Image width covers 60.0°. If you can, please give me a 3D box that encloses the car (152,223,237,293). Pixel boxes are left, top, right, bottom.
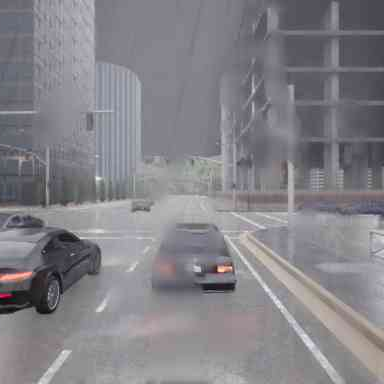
[{"bbox_3d":[0.054,1.547,8.976,2.033,1.411,5.357,0,0,0],"label":"car"}]

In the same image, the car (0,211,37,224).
[{"bbox_3d":[-7.122,1.492,12.219,2.128,1.511,4.902,0,0,0],"label":"car"}]

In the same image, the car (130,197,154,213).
[{"bbox_3d":[-5.677,1.486,36.190,1.837,1.490,4.892,0,-1,-15],"label":"car"}]

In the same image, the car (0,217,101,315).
[{"bbox_3d":[-3.454,1.526,7.459,1.812,1.442,4.674,0,0,0],"label":"car"}]

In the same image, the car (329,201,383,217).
[{"bbox_3d":[15.848,1.492,30.283,5.357,1.411,2.033,0,0,0],"label":"car"}]

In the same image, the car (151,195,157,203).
[{"bbox_3d":[-7.192,1.564,53.470,1.994,1.385,4.181,0,0,0],"label":"car"}]

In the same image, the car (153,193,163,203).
[{"bbox_3d":[-7.129,1.224,68.725,2.150,2.045,5.566,0,0,0],"label":"car"}]

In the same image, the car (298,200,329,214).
[{"bbox_3d":[12.980,1.508,33.767,4.181,1.385,1.994,0,0,0],"label":"car"}]
